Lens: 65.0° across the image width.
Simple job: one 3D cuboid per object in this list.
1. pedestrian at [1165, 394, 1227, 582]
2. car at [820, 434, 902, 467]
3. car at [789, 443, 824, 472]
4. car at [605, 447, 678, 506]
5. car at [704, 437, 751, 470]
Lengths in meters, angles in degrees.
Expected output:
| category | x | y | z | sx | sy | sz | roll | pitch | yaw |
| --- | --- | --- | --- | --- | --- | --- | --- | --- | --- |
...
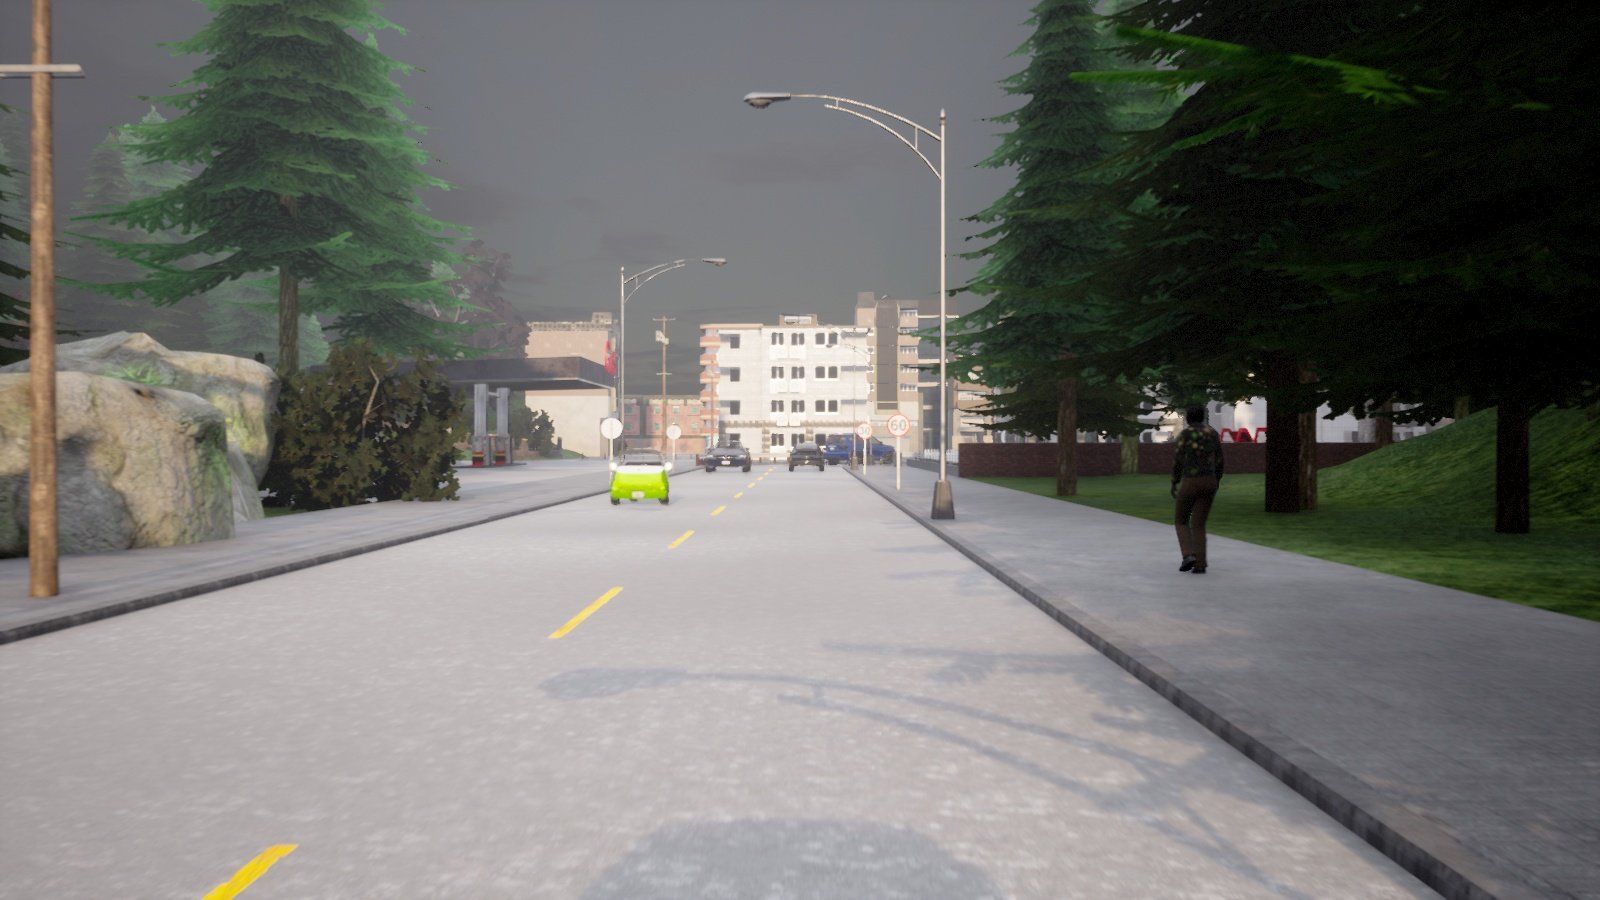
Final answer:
| category | x | y | z | sx | sy | sz | roll | pitch | yaw |
| --- | --- | --- | --- | --- | --- | --- | --- | --- | --- |
| pedestrian | 4.169 | 0.385 | 13.245 | 0.395 | 1.930 | 0.692 | 0 | 0 | -4 |
| car | 3.990 | 0.011 | 81.455 | 5.566 | 2.045 | 2.150 | 0 | 0 | -45 |
| car | 0.353 | 0.371 | 67.547 | 1.837 | 1.490 | 4.892 | 0 | 0 | 0 |
| car | -3.811 | 0.626 | 30.387 | 1.481 | 1.376 | 2.207 | 0 | 0 | 0 |
| car | -3.669 | 0.159 | 64.435 | 2.152 | 1.651 | 5.027 | 0 | 0 | 0 |
